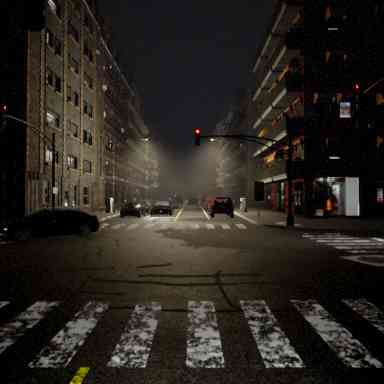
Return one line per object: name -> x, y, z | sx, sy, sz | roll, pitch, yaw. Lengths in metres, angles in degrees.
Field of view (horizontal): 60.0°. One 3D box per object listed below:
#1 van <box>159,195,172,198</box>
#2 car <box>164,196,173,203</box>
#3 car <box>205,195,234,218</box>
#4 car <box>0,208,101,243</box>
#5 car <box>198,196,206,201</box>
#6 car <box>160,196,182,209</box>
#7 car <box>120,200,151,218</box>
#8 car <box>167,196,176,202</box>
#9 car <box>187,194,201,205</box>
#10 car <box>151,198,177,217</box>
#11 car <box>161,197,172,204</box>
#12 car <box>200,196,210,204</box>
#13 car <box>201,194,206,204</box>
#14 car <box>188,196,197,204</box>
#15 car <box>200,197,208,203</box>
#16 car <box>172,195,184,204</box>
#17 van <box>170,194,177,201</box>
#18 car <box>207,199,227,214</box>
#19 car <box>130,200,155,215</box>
van -> -5.206, 1.428, 63.478 | 1.690, 1.788, 3.998 | 1, 0, 0
car -> -5.195, 1.671, 74.434 | 1.752, 1.417, 4.829 | 1, 0, 0
car -> 2.629, 1.326, 30.144 | 2.192, 1.841, 5.009 | 1, 0, 0
car -> -7.086, 1.590, 16.720 | 4.892, 1.490, 1.837 | 1, 2, -39
car -> 2.709, 1.814, 91.318 | 1.947, 1.339, 4.313 | 1, 0, 0
car -> -2.774, 1.574, 45.374 | 2.033, 1.411, 5.357 | 0, 0, 0
car -> -5.255, 1.577, 30.109 | 1.947, 1.339, 4.313 | 1, 0, 0
car -> -5.179, 1.764, 85.733 | 2.008, 1.369, 4.403 | 1, 0, 0
car -> 0.192, 1.550, 59.889 | 1.882, 1.535, 5.008 | 0, 0, 0
car -> -2.799, 1.576, 31.763 | 1.994, 1.385, 4.181 | 0, 0, 0
car -> -5.203, 1.667, 69.042 | 2.008, 1.369, 4.403 | 1, 0, 0
car -> 2.679, 1.557, 69.067 | 1.967, 1.590, 4.097 | 1, 0, 0
car -> 2.644, 1.336, 41.269 | 2.192, 1.841, 5.009 | 1, 0, 0
car -> 0.173, 1.601, 70.329 | 1.882, 1.535, 5.008 | 0, 0, 0
car -> 2.685, 1.729, 74.626 | 1.802, 1.307, 4.206 | 1, 0, 0
car -> -2.659, 1.574, 64.140 | 1.882, 1.535, 5.008 | 0, -1, 0
van -> -5.168, 1.589, 91.298 | 1.690, 1.788, 3.998 | 1, 0, 0
car -> 2.633, 1.540, 35.873 | 1.752, 1.417, 4.829 | 1, 0, 0
car -> -5.247, 1.581, 35.671 | 1.947, 1.339, 4.313 | 1, 0, 0
